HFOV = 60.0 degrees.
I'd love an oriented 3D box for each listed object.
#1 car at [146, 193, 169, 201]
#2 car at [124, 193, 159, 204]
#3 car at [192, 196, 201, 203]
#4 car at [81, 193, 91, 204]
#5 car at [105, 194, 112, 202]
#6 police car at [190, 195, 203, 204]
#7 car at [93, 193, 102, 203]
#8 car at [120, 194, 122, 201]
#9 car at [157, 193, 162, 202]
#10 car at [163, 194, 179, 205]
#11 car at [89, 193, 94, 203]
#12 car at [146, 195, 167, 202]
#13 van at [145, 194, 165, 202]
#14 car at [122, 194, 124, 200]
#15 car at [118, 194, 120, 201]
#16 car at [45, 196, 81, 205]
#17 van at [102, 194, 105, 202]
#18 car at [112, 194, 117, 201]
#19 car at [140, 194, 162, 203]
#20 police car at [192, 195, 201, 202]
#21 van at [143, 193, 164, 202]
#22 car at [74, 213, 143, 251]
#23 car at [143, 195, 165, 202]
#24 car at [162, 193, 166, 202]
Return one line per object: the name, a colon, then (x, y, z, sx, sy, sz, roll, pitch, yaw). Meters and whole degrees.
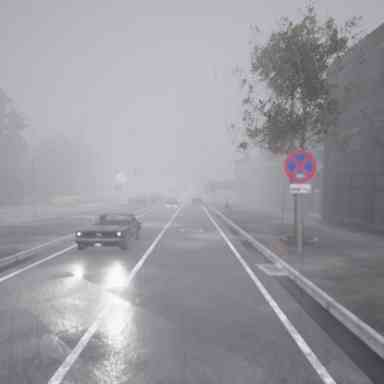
car: (-8.888, 1.392, 86.438, 5.566, 2.045, 2.435, 0, -1, 0)
car: (-8.842, 1.432, 58.407, 4.892, 1.521, 2.231, 0, 0, 0)
car: (0.975, 1.543, 70.986, 1.837, 1.490, 4.892, 0, -1, 0)
car: (-21.931, 1.441, 61.220, 5.008, 1.535, 2.097, 0, 0, 0)
car: (-21.927, 1.607, 77.927, 4.674, 1.452, 2.002, 0, -1, 0)
police car: (0.975, 1.390, 61.079, 1.930, 1.638, 5.238, 0, 0, 0)
car: (-21.893, 1.368, 69.576, 4.553, 1.767, 2.185, 0, 0, 0)
car: (-21.972, 1.698, 89.068, 4.792, 1.488, 2.163, 0, -1, 0)
car: (-8.875, 1.190, 61.209, 5.566, 2.045, 2.435, 0, 0, 0)
car: (-3.304, 1.518, 56.447, 1.994, 1.385, 4.181, 0, 0, 1)
car: (-21.927, 1.496, 64.007, 4.674, 1.452, 2.002, 0, 0, 0)
car: (-8.851, 1.617, 83.632, 5.008, 1.535, 2.097, 0, -1, 0)
van: (-8.969, 1.366, 80.831, 4.442, 1.987, 1.878, 0, -1, 0)
car: (-21.919, 1.445, 91.854, 5.566, 2.045, 2.435, 0, -1, 0)
car: (-21.910, 1.673, 86.284, 4.792, 1.488, 2.163, 0, -1, 0)
car: (-21.924, 1.424, 55.652, 5.008, 1.535, 2.097, 0, 0, 0)
van: (-22.041, 1.290, 72.358, 4.442, 1.987, 1.878, 0, 0, 0)
car: (-21.747, 1.589, 80.713, 5.366, 1.575, 1.946, 0, -1, 0)
car: (-8.814, 1.390, 72.419, 4.553, 1.767, 2.185, 0, -1, 0)
police car: (0.975, 1.518, 77.106, 1.930, 1.638, 5.238, 0, -1, 0)
van: (-8.731, 1.315, 75.224, 4.442, 1.987, 1.878, 0, -1, 0)
car: (-3.351, 1.590, 14.131, 1.895, 1.301, 4.718, 0, 0, 0)
car: (-8.844, 1.568, 78.026, 4.892, 1.521, 2.231, 0, -1, 0)
car: (-8.873, 1.242, 69.620, 5.566, 2.045, 2.435, 0, 0, 0)
